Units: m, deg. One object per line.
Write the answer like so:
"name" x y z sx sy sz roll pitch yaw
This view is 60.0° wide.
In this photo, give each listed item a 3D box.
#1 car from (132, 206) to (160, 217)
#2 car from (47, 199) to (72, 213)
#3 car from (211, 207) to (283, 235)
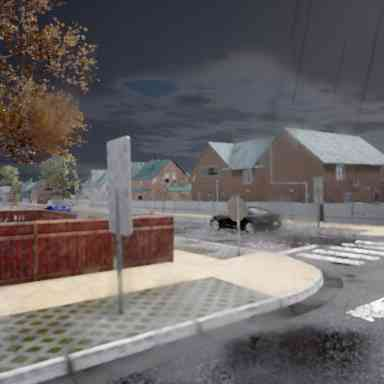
"car" -4.187 1.876 25.472 1.882 1.535 5.008 -2 0 -36
"car" -17.949 2.015 44.695 2.150 2.045 5.566 -2 0 -35
"car" 3.168 1.641 20.384 1.882 1.535 5.008 -2 0 -36
